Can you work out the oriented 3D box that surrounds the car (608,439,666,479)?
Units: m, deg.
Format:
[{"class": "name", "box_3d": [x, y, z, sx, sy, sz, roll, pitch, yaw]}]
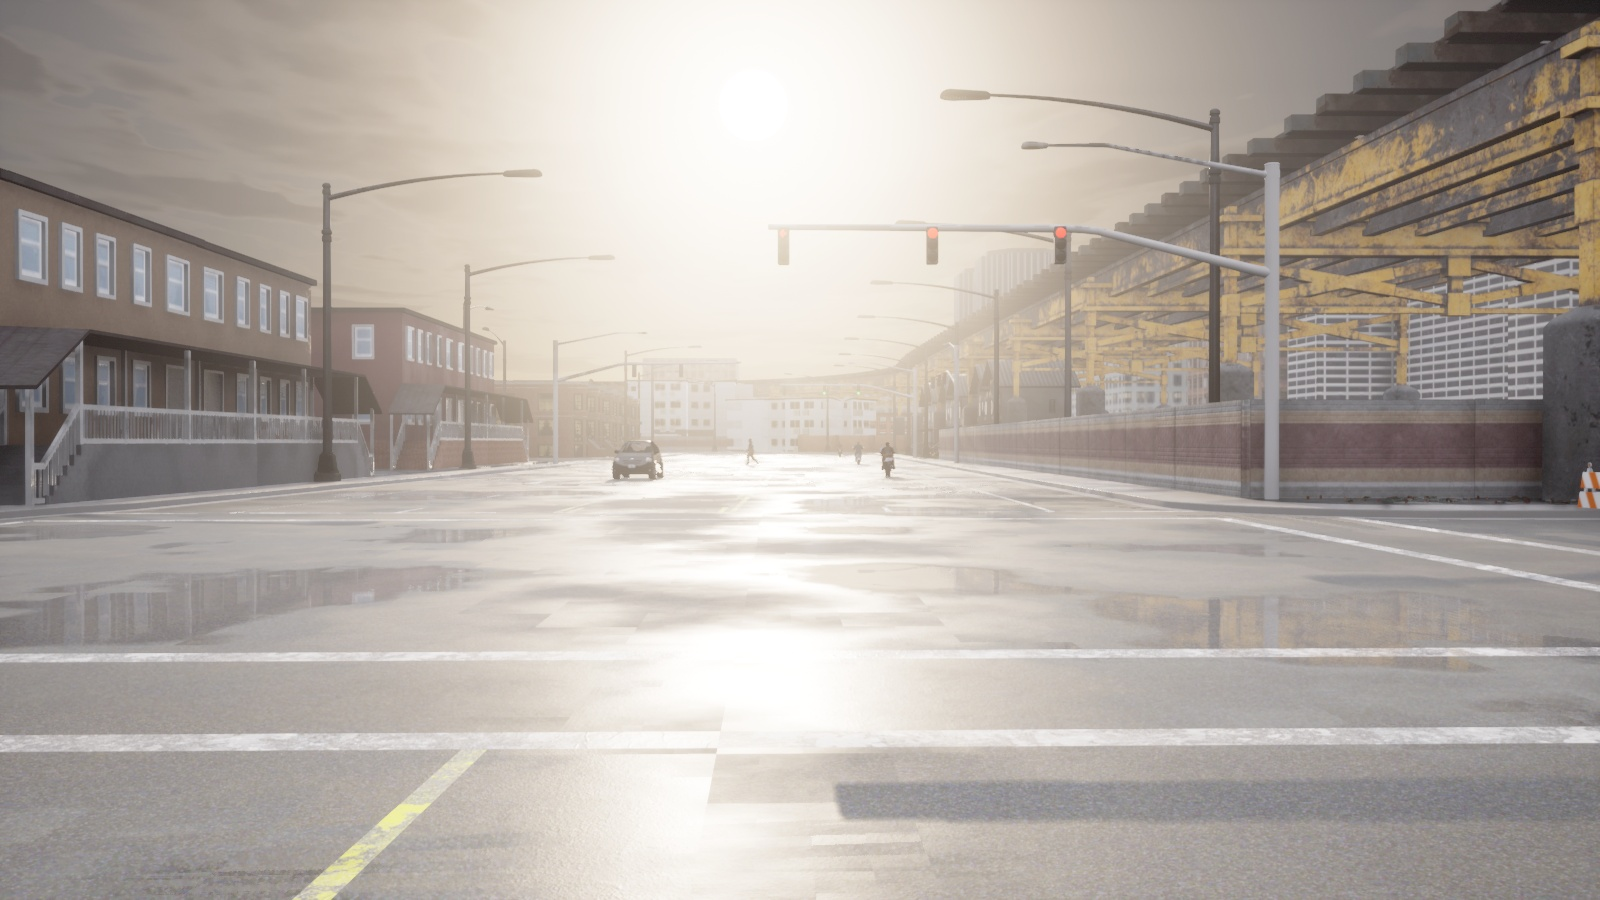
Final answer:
[{"class": "car", "box_3d": [-6.688, 0.342, 51.911, 1.851, 1.617, 3.988, 0, 0, 0]}]

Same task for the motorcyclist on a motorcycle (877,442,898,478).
[{"class": "motorcyclist on a motorcycle", "box_3d": [3.830, 0.417, 54.977, 0.797, 1.523, 2.044, 0, 0, 0]}]
